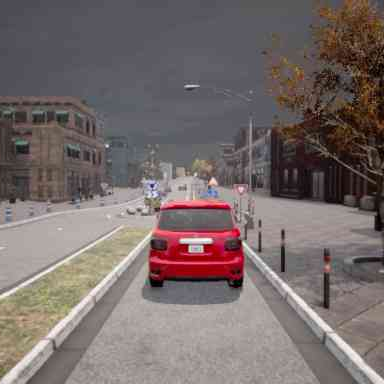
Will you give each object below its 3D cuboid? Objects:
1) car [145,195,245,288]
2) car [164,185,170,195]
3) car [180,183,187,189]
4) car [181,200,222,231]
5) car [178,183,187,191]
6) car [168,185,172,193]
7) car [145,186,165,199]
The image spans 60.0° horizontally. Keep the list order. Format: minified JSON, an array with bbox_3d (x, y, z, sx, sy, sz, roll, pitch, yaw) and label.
[{"bbox_3d":[0.115,1.225,9.367,2.150,2.045,5.566,0,0,1],"label":"car"},{"bbox_3d":[-5.324,0.041,56.758,1.812,1.442,4.674,0,3,0],"label":"car"},{"bbox_3d":[-2.292,-1.607,89.189,1.812,1.442,4.674,0,2,0],"label":"car"},{"bbox_3d":[0.736,1.389,21.104,2.033,1.411,5.357,0,2,8],"label":"car"},{"bbox_3d":[-2.277,-1.058,79.199,1.812,1.442,4.674,0,2,0],"label":"car"},{"bbox_3d":[-5.262,-0.648,69.456,1.837,1.490,4.892,0,3,0],"label":"car"},{"bbox_3d":[-5.340,0.409,46.549,1.882,1.535,5.008,0,4,1],"label":"car"}]
